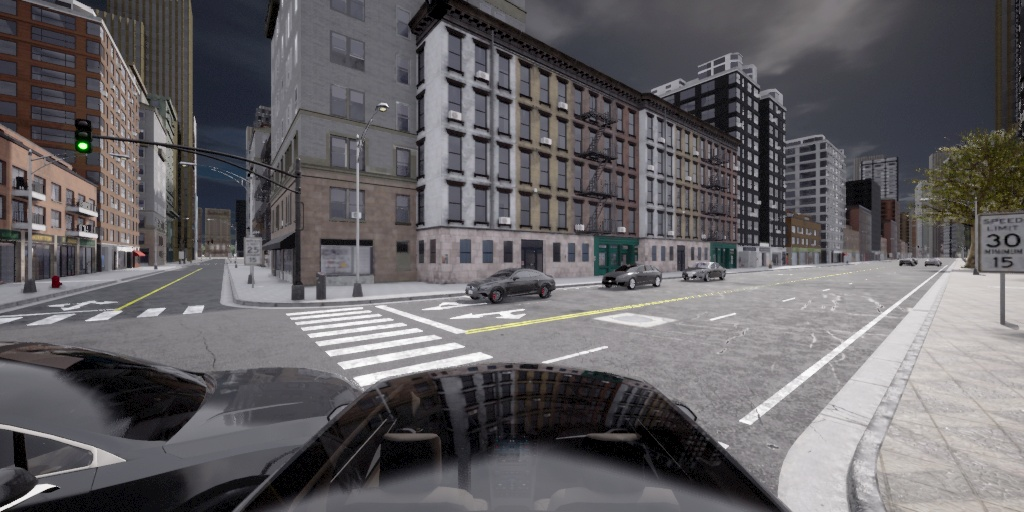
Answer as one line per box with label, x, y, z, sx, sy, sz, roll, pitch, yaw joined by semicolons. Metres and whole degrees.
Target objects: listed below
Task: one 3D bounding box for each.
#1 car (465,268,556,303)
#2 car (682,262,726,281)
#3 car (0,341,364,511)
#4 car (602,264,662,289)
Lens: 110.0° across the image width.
car;0.042;1.287;16.799;4.674;1.442;1.812;0;0;-39
car;15.805;1.237;29.417;4.902;1.511;2.128;0;0;-39
car;-3.214;1.257;1.843;4.892;1.490;1.837;0;0;-34
car;7.764;1.259;22.986;4.892;1.490;1.837;0;0;-39
